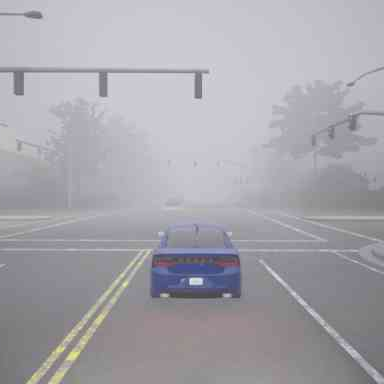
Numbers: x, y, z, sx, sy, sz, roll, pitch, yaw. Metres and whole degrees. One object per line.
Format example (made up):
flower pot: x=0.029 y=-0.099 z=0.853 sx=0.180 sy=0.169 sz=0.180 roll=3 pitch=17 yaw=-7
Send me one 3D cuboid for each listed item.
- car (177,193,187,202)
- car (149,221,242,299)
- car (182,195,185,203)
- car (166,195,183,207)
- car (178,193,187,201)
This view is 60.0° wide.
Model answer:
car: x=-2.439 y=1.225 z=80.583 sx=2.150 sy=2.045 sz=5.566 roll=0 pitch=0 yaw=0
car: x=0.086 y=1.478 z=8.537 sx=1.882 sy=1.535 sz=5.008 roll=0 pitch=0 yaw=0
car: x=-2.684 y=1.600 z=60.213 sx=1.895 sy=1.301 sz=4.718 roll=0 pitch=0 yaw=1
car: x=-2.785 y=1.564 z=49.511 sx=1.994 sy=1.385 sz=4.181 roll=0 pitch=0 yaw=1
car: x=-2.529 y=1.552 z=69.970 sx=1.994 sy=1.385 sz=4.181 roll=0 pitch=0 yaw=0
